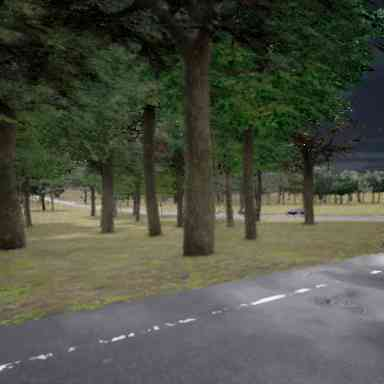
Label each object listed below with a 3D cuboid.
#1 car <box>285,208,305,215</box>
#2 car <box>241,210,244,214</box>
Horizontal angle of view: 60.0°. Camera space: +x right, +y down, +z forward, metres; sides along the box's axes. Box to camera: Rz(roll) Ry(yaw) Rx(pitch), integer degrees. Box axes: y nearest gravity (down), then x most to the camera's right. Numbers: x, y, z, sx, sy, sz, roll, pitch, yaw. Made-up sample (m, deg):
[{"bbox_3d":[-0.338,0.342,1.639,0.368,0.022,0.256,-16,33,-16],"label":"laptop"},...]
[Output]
[{"bbox_3d":[21.566,4.098,69.145,2.097,1.767,4.553,-1,-2,-34],"label":"car"},{"bbox_3d":[13.203,4.924,81.617,1.812,1.442,4.674,-1,-2,-34],"label":"car"}]
